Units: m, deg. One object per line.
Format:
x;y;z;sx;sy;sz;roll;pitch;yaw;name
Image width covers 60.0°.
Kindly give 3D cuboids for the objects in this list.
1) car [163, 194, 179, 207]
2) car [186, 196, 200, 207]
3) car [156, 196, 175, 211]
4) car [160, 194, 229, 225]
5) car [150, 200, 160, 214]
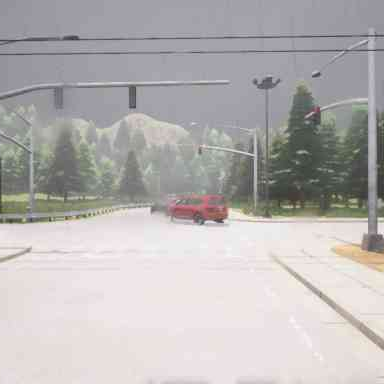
-3.444;1.381;55.416;2.150;2.045;5.566;0;0;1;car
0.209;1.487;53.353;2.097;1.767;4.553;0;0;1;car
-3.528;1.486;44.729;2.097;1.767;4.553;0;0;0;car
0.296;1.301;24.929;2.150;2.045;5.566;-2;1;-39;car
-3.551;1.717;37.606;1.895;1.301;4.718;0;0;0;car
